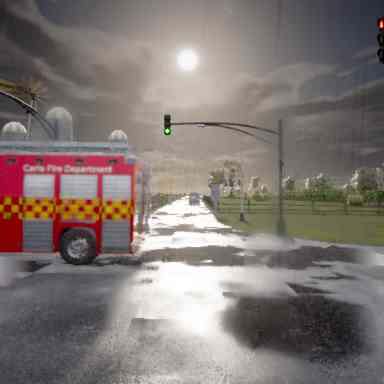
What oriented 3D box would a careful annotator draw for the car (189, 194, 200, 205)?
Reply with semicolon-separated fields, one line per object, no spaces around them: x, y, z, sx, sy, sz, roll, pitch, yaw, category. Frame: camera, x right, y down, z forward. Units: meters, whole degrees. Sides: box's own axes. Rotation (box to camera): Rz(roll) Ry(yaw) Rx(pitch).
0.434;1.523;60.212;2.128;1.511;4.902;0;0;0;car

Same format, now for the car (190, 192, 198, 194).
0.518;1.100;70.665;2.150;2.045;5.566;0;0;0;car

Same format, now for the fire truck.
-5.827;0.316;11.383;8.468;3.827;2.891;1;-1;0;fire truck
